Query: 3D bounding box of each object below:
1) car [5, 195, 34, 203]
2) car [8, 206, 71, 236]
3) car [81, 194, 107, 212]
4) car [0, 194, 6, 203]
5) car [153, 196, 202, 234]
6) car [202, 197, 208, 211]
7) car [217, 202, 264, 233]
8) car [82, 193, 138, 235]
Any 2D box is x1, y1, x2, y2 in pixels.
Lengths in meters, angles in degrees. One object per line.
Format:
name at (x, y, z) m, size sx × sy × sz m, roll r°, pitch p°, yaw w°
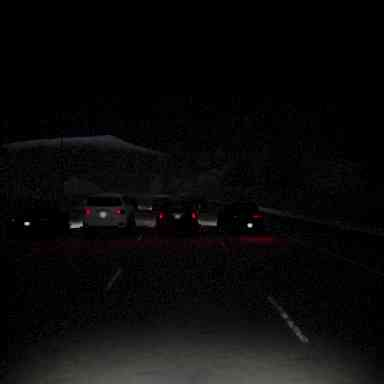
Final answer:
car at (-22.619, 1.152, 44.571) m, size 2.128 × 1.511 × 4.902 m, roll 0°, pitch 1°, yaw -10°
car at (-7.842, 1.430, 17.454) m, size 1.994 × 1.385 × 4.181 m, roll 0°, pitch 0°, yaw -5°
car at (-10.148, 1.078, 34.855) m, size 2.097 × 1.767 × 4.553 m, roll 0°, pitch 0°, yaw -9°
car at (-26.145, 1.019, 44.458) m, size 2.097 × 1.767 × 4.553 m, roll 0°, pitch 0°, yaw -10°
car at (-0.882, 1.204, 18.149) m, size 2.097 × 1.767 × 4.553 m, roll 0°, pitch 0°, yaw -5°
car at (0.412, 1.202, 35.342) m, size 2.128 × 1.511 × 4.902 m, roll 0°, pitch 0°, yaw -9°
car at (2.601, 1.349, 18.583) m, size 1.837 × 1.490 × 4.892 m, roll 0°, pitch 0°, yaw -5°
car at (-4.351, 1.079, 18.025) m, size 2.150 × 2.045 × 5.566 m, roll 0°, pitch 1°, yaw -5°
